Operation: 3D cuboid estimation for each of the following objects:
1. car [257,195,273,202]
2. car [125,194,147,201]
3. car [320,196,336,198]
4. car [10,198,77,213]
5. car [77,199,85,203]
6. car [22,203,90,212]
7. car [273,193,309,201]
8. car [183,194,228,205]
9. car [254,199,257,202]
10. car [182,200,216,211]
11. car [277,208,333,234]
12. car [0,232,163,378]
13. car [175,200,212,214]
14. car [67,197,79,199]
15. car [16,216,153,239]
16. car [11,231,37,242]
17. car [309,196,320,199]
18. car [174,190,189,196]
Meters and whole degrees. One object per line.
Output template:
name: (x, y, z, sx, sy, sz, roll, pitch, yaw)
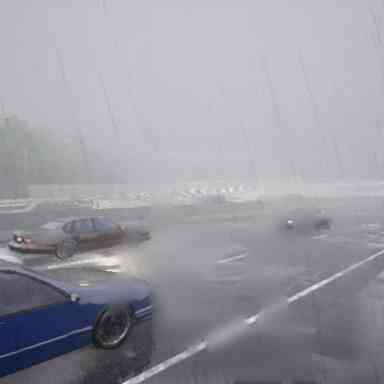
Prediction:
car: (13.122, 1.567, 52.867, 2.033, 1.411, 5.357, -1, 0, 43)
car: (-9.839, 1.039, 58.835, 1.812, 1.442, 4.674, 0, 2, 27)
car: (26.010, 1.476, 61.826, 1.994, 1.385, 4.181, 0, 0, 42)
car: (-11.740, 1.568, 25.721, 2.097, 1.767, 4.553, -1, 0, 43)
car: (-11.789, 1.735, 30.834, 2.128, 1.511, 4.902, -1, 0, 43)
car: (-9.168, 1.748, 23.344, 1.994, 1.385, 4.181, -1, 0, 43)
car: (14.830, 1.223, 49.560, 2.150, 2.045, 5.566, -1, 0, 43)
car: (1.537, 1.374, 35.016, 2.150, 2.045, 5.566, -1, 0, 42)
car: (12.659, 1.379, 57.566, 2.097, 1.767, 4.553, -1, 0, 43)
car: (1.008, 1.769, 44.802, 1.895, 1.301, 4.718, -1, 0, 42)
car: (6.743, 1.610, 19.676, 1.994, 1.385, 4.181, -1, 0, 43)
car: (-2.889, 1.584, 4.189, 2.033, 1.411, 5.357, -1, 0, 43)
car: (0.182, 1.738, 38.713, 1.994, 1.385, 4.181, -1, 0, 42)
car: (-16.577, 1.459, 44.700, 1.882, 1.535, 5.008, 0, 1, 24)
car: (-4.109, 1.640, 13.043, 2.033, 1.411, 5.357, -1, 0, 43)
car: (-5.726, 1.669, 6.129, 1.895, 1.301, 4.718, -1, 0, 43)
car: (23.588, 1.491, 64.364, 2.128, 1.511, 4.902, -1, 0, 42)
car: (-2.418, 0.293, 72.586, 1.882, 1.535, 5.008, 0, 3, 29)
